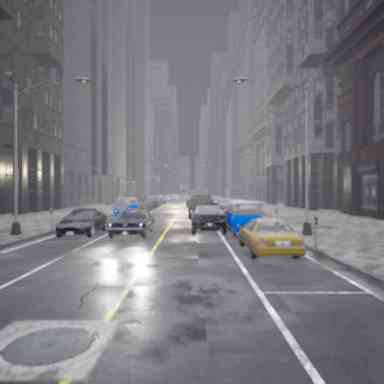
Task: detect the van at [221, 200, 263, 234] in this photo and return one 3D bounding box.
[{"bbox_3d":[2.761,1.347,17.903,1.690,1.788,3.998,0,0,0],"label":"van"}]

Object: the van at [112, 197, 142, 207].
[{"bbox_3d":[-5.763,1.352,29.165,1.690,1.788,3.998,0,0,0],"label":"van"}]

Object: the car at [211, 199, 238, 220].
[{"bbox_3d":[2.763,1.451,29.176,1.967,1.590,4.097,0,0,0],"label":"car"}]

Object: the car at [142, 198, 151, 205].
[{"bbox_3d":[-5.761,1.579,34.801,1.947,1.339,4.313,0,0,0],"label":"car"}]

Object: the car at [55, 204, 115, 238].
[{"bbox_3d":[-5.763,1.571,17.891,1.947,1.339,4.313,0,0,0],"label":"car"}]

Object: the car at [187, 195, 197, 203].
[{"bbox_3d":[0.007,1.401,69.063,1.837,1.490,4.892,0,0,0],"label":"car"}]

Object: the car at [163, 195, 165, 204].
[{"bbox_3d":[-5.760,1.566,51.712,1.887,1.381,4.507,0,0,0],"label":"car"}]

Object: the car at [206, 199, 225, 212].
[{"bbox_3d":[2.764,1.567,40.448,2.008,1.369,4.403,0,0,0],"label":"car"}]

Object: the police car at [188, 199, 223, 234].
[{"bbox_3d":[0.902,1.432,19.328,1.930,1.638,5.238,0,0,0],"label":"police car"}]

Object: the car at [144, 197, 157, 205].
[{"bbox_3d":[-5.761,1.582,40.438,1.947,1.339,4.313,0,0,0],"label":"car"}]

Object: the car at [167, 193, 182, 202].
[{"bbox_3d":[-2.994,1.203,58.506,1.812,1.442,4.674,0,0,0],"label":"car"}]

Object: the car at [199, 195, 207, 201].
[{"bbox_3d":[2.768,1.479,85.538,1.967,1.590,4.097,0,0,0],"label":"car"}]

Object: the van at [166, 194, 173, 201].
[{"bbox_3d":[-5.757,1.380,85.532,1.690,1.788,3.998,0,0,0],"label":"van"}]

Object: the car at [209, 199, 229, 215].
[{"bbox_3d":[2.764,1.539,34.982,1.752,1.417,4.829,0,0,0],"label":"car"}]

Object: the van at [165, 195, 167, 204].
[{"bbox_3d":[-5.760,1.365,57.349,1.690,1.788,3.998,0,0,0],"label":"van"}]

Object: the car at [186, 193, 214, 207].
[{"bbox_3d":[0.737,1.227,29.241,2.150,2.045,5.566,0,0,0],"label":"car"}]

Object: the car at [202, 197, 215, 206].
[{"bbox_3d":[2.766,1.590,57.357,1.947,1.339,4.313,0,0,0],"label":"car"}]

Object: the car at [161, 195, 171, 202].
[{"bbox_3d":[-5.758,1.473,74.259,1.967,1.590,4.097,0,0,0],"label":"car"}]

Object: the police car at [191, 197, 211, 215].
[{"bbox_3d":[0.904,1.439,35.329,1.930,1.638,5.238,0,0,0],"label":"police car"}]

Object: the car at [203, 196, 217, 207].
[{"bbox_3d":[2.765,1.462,51.720,1.967,1.590,4.097,0,0,0],"label":"car"}]

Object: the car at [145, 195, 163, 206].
[{"bbox_3d":[-5.761,1.334,46.075,2.192,1.841,5.009,0,0,0],"label":"car"}]

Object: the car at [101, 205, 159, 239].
[{"bbox_3d":[-3.098,1.606,17.638,1.895,1.301,4.718,0,0,0],"label":"car"}]

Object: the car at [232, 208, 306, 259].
[{"bbox_3d":[2.762,1.529,12.437,1.752,1.417,4.829,0,0,0],"label":"car"}]

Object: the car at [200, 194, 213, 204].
[{"bbox_3d":[2.766,1.342,62.994,2.192,1.841,5.009,0,0,0],"label":"car"}]

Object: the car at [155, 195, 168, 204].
[{"bbox_3d":[-5.759,1.467,62.985,1.967,1.590,4.097,0,0,0],"label":"car"}]

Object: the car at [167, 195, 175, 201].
[{"bbox_3d":[-5.756,1.568,90.999,1.752,1.417,4.829,0,0,0],"label":"car"}]
